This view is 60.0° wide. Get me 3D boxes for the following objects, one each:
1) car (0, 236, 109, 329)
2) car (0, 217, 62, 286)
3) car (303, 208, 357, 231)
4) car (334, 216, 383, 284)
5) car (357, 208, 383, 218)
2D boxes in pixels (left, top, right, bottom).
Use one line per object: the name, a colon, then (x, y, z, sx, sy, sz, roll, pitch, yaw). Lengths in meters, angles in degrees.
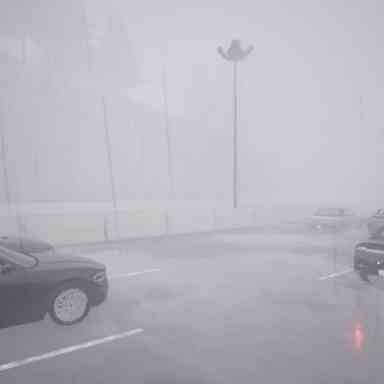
car: (-3.873, 1.491, 5.386, 5.008, 1.535, 1.882, 0, 0, -36)
car: (-5.994, 1.526, 8.179, 4.892, 1.490, 1.837, 0, 0, -36)
car: (8.708, 1.619, 19.903, 4.718, 1.301, 1.895, 0, 0, -41)
car: (5.963, 1.497, 8.480, 4.902, 1.511, 2.128, 0, 0, -39)
car: (10.705, 1.503, 17.041, 4.902, 1.511, 2.128, 0, 0, -41)
